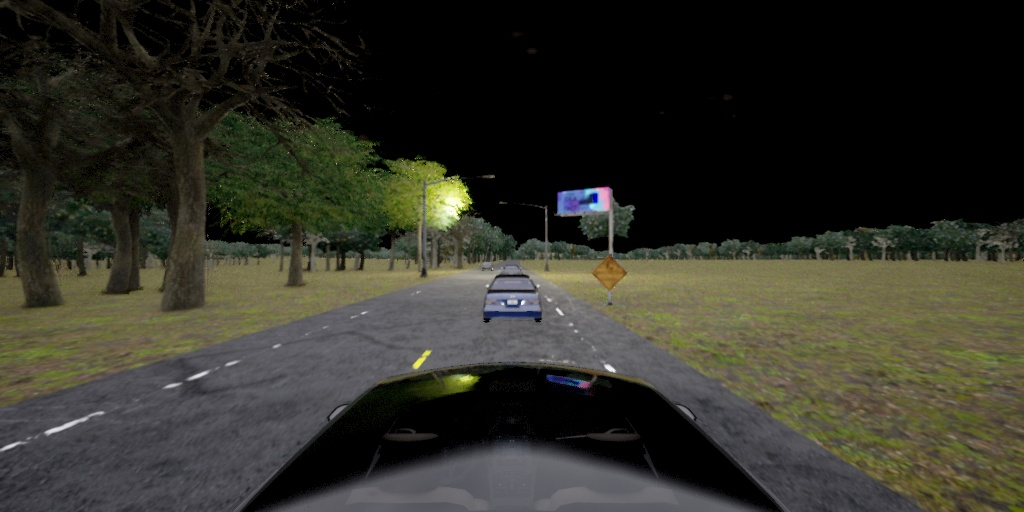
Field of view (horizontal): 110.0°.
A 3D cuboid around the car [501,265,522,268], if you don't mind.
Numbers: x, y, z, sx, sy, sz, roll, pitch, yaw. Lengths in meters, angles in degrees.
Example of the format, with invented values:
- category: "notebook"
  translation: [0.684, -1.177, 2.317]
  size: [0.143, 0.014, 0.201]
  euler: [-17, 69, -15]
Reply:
- category: "car"
  translation: [-0.050, 1.452, 31.832]
  size: [1.994, 1.385, 4.181]
  euler: [0, 0, 0]

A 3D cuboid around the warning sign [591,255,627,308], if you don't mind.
- category: "warning sign"
  translation: [3.530, 0.895, 12.993]
  size: [1.300, 1.860, 1.060]
  euler: [0, 0, 0]

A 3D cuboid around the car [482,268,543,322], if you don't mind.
- category: "car"
  translation: [0.025, 1.326, 12.412]
  size: [2.033, 1.411, 5.357]
  euler: [0, 0, 0]

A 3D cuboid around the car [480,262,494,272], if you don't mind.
- category: "car"
  translation: [-3.840, 1.644, 55.926]
  size: [1.837, 1.490, 4.892]
  euler: [0, -1, 0]
